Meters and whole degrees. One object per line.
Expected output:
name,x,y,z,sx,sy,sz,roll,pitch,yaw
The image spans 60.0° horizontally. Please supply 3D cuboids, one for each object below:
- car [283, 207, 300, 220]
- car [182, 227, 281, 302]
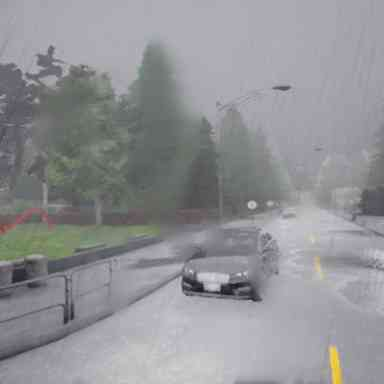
car,12.624,2.679,42.155,1.812,1.442,4.674,-2,-2,19
car,1.310,1.785,9.245,2.128,1.511,4.902,-2,-2,21
